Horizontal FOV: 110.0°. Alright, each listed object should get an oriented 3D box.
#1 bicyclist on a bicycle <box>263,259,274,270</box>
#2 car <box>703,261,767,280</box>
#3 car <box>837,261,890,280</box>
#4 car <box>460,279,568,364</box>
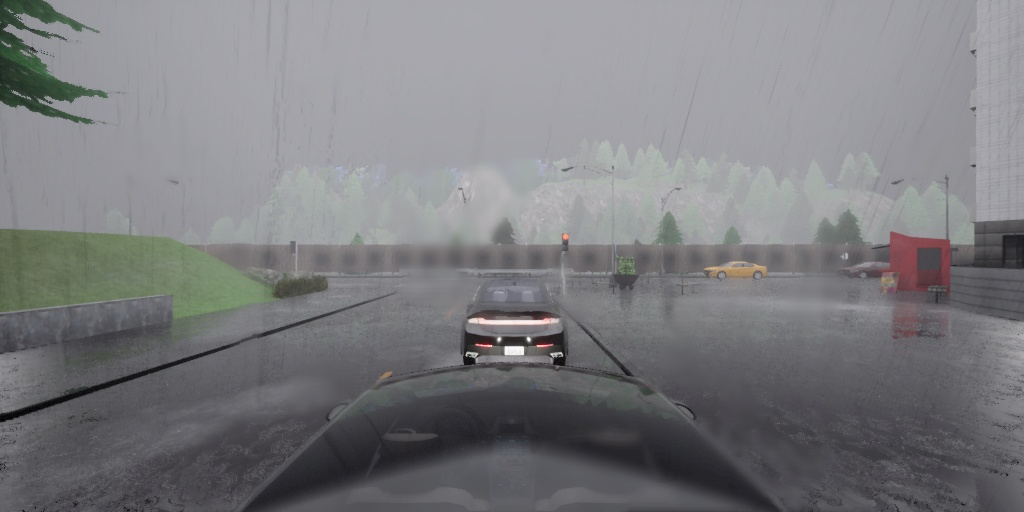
[{"bbox_3d":[-24.027,1.099,35.400,0.582,1.620,1.656,0,0,0],"label":"bicyclist on a bicycle"},{"bbox_3d":[19.350,1.228,31.221,5.008,1.535,1.882,0,0,0],"label":"car"},{"bbox_3d":[31.298,1.228,31.222,5.008,1.535,1.882,0,0,0],"label":"car"},{"bbox_3d":[0.053,1.241,7.923,2.128,1.511,4.902,0,0,0],"label":"car"}]
